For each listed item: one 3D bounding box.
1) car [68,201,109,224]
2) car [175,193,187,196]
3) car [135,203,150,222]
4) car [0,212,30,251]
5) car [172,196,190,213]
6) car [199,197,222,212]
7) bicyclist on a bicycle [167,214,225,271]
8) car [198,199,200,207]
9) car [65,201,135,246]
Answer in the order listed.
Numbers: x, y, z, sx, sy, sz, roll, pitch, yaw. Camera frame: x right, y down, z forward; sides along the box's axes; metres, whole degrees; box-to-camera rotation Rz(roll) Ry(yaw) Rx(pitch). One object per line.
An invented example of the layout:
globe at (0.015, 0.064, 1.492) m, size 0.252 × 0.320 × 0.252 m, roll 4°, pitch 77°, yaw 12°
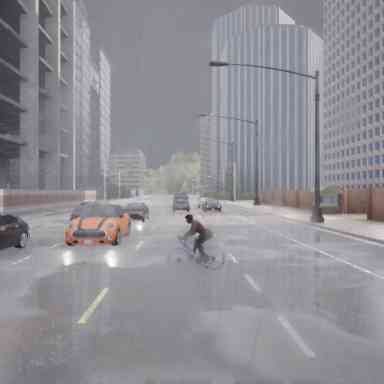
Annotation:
car at (-7.909, 1.506, 25.907) m, size 1.837 × 1.490 × 4.892 m, roll 0°, pitch 0°, yaw -2°
car at (-1.604, 1.221, 47.677) m, size 2.150 × 2.045 × 5.566 m, roll 0°, pitch 0°, yaw -2°
car at (-4.419, 1.547, 26.325) m, size 2.033 × 1.411 × 5.357 m, roll 0°, pitch 0°, yaw -2°
car at (-7.481, 1.505, 11.694) m, size 1.837 × 1.490 × 4.892 m, roll 0°, pitch 0°, yaw -2°
car at (-1.229, 1.491, 37.510) m, size 2.128 × 1.511 × 4.902 m, roll 0°, pitch 0°, yaw -2°
car at (2.234, 1.601, 38.549) m, size 1.895 × 1.301 × 4.718 m, roll 0°, pitch 0°, yaw -2°
bicyclist on a bicycle at (0.103, 1.454, 9.480) m, size 1.656 × 1.620 × 0.582 m, roll -2°, pitch 0°, yaw -2°
car at (1.811, 1.525, 48.381) m, size 1.812 × 1.442 × 4.674 m, roll 0°, pitch 0°, yaw -2°
car at (-4.105, 1.354, 15.160) m, size 2.097 × 1.767 × 4.553 m, roll 0°, pitch 0°, yaw -2°
